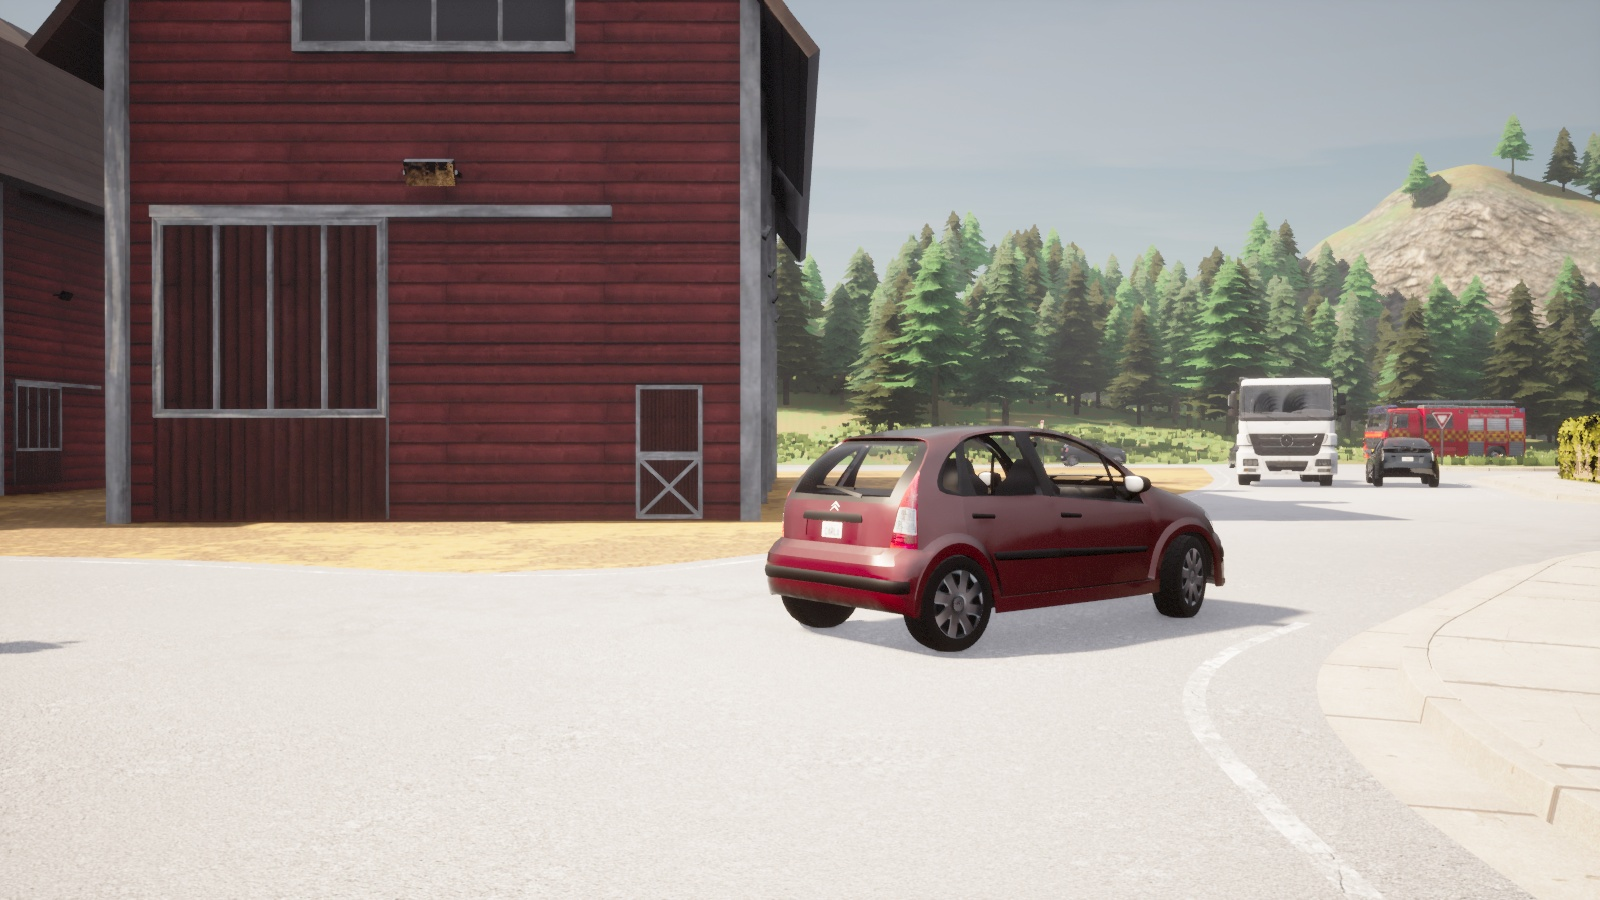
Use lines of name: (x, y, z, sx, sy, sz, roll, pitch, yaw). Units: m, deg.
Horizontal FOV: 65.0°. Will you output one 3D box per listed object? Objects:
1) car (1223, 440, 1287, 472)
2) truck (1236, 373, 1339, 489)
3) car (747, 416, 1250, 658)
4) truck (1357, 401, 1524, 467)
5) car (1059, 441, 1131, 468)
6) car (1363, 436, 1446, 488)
car: (21.767, 0.253, 60.245, 2.033, 1.411, 5.357, 0, 1, 11)
truck: (15.992, -0.606, 41.614, 2.891, 3.462, 7.936, 0, 1, 19)
car: (1.731, 0.563, 10.347, 3.988, 1.617, 1.851, -1, 1, -37)
truck: (38.031, -0.949, 74.738, 8.468, 3.827, 2.891, 0, 0, 0)
car: (16.743, 0.232, 71.331, 3.633, 1.501, 1.845, 0, 0, 0)
car: (18.876, 0.341, 39.385, 2.007, 1.525, 4.514, 0, 1, 21)
